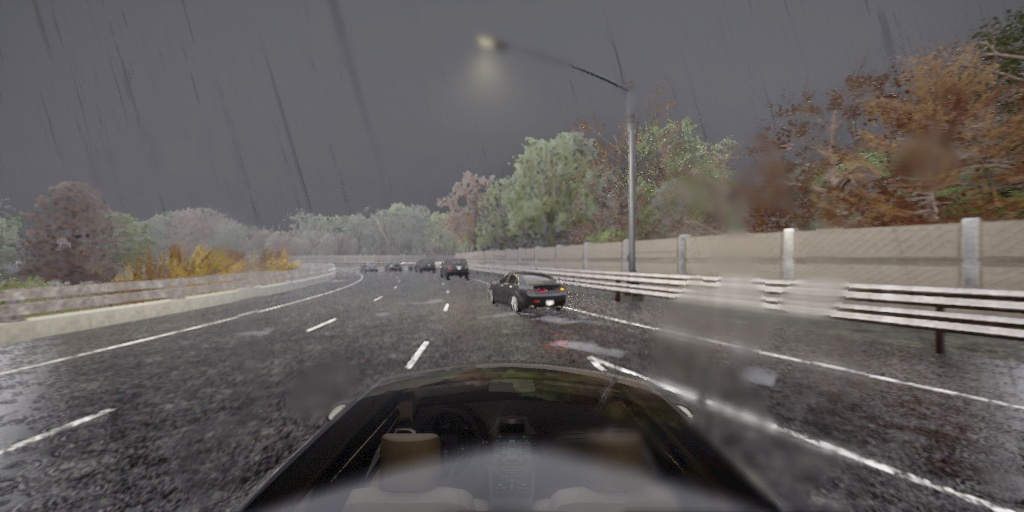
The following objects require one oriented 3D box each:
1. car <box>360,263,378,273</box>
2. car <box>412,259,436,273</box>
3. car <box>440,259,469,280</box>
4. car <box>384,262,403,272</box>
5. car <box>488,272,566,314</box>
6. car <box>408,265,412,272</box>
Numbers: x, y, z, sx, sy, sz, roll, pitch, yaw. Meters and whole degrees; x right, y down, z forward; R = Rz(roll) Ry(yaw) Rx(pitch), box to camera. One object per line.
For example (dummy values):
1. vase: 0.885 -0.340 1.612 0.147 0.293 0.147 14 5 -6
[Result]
1. car: -21.426 1.783 53.680 2.033 1.411 5.357 0 -1 -32
2. car: -12.625 1.398 52.254 2.150 2.045 5.566 0 1 -25
3. car: -5.736 1.276 35.544 2.150 2.045 5.566 0 -1 -19
4. car: -18.405 1.751 55.449 1.837 1.490 4.892 0 -1 -32
5. car: 0.453 1.385 14.651 1.837 1.490 4.892 -1 0 -21
6. car: -15.081 1.891 56.835 1.895 1.301 4.718 0 -2 -32
